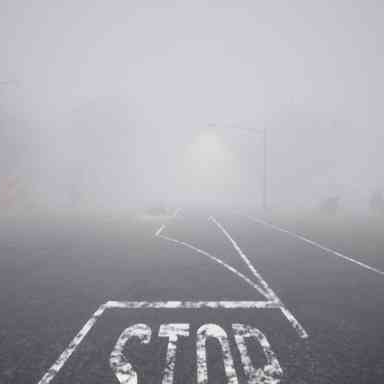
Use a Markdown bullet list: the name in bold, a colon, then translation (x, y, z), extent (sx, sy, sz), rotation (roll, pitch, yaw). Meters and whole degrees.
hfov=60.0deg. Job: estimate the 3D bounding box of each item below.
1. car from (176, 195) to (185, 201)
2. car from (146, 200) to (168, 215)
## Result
- **car**: translation (-2.790, 1.535, 83.702), extent (1.882, 1.535, 5.008), rotation (0, 0, 6)
- **car**: translation (-3.480, 1.541, 33.809), extent (1.812, 1.442, 4.674), rotation (0, 0, 0)
